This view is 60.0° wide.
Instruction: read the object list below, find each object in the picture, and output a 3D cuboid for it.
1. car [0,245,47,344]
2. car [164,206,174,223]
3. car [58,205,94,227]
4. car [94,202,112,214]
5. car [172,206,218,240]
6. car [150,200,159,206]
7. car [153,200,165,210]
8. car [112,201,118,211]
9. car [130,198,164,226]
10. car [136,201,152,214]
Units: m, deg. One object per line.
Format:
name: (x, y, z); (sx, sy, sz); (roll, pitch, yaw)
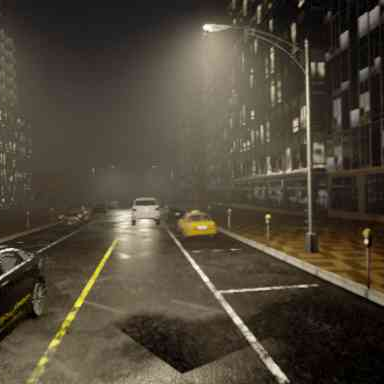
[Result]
car: (-3.605, 1.628, 4.831); (2.128, 1.511, 4.902); (-1, -1, -9)
car: (-1.477, 1.849, 28.974); (1.947, 1.339, 4.313); (-3, 0, -9)
car: (-9.768, 1.931, 27.733); (1.967, 1.590, 4.097); (-3, 0, -9)
car: (-12.260, 2.248, 44.420); (1.887, 1.381, 4.507); (-3, 0, -9)
car: (0.161, 1.672, 18.019); (1.752, 1.417, 4.829); (-3, 0, -9)
car: (-8.968, 2.513, 79.037); (1.802, 1.307, 4.206); (-3, 0, -9)
car: (-5.666, 2.167, 56.955); (1.752, 1.417, 4.829); (-3, 0, -9)
car: (-13.924, 2.429, 55.544); (1.802, 1.307, 4.206); (-3, 0, -9)
car: (-3.824, 1.543, 27.222); (2.150, 2.045, 5.566); (-1, -2, -9)
car: (-6.370, 2.023, 44.231); (1.882, 1.535, 5.008); (-1, -1, -8)
